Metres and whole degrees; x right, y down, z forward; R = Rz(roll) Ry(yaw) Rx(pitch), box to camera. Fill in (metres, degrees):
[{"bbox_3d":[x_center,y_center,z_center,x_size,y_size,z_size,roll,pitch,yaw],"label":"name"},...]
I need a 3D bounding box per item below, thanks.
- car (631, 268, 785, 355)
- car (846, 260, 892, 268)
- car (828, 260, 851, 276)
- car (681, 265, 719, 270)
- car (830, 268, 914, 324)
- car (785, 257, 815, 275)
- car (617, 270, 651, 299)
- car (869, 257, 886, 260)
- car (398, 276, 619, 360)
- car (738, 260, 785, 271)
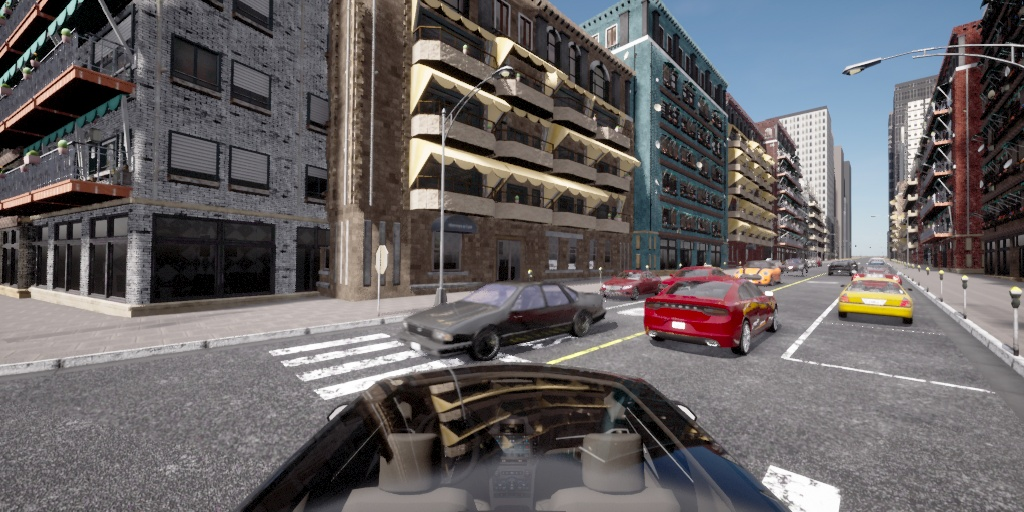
[{"bbox_3d":[5.094,1.235,8.891,5.008,1.535,1.882,0,0,-44],"label":"car"},{"bbox_3d":[19.870,1.204,19.591,4.097,1.591,1.967,0,0,-44],"label":"car"},{"bbox_3d":[34.239,1.283,37.300,4.892,1.490,1.837,0,0,-45],"label":"car"},{"bbox_3d":[8.669,1.248,16.730,5.008,1.535,1.882,0,0,-44],"label":"car"},{"bbox_3d":[12.073,1.283,11.957,4.829,1.417,1.751,0,0,-44],"label":"car"},{"bbox_3d":[28.153,0.963,35.671,4.902,1.511,2.128,0,0,-44],"label":"car"},{"bbox_3d":[6.051,1.357,17.789,4.207,1.307,1.802,0,0,-44],"label":"car"},{"bbox_3d":[43.622,1.213,42.850,4.097,1.591,1.967,0,0,-44],"label":"car"},{"bbox_3d":[0.142,1.309,8.548,5.357,1.411,2.033,0,0,-43],"label":"car"},{"bbox_3d":[17.212,1.130,25.084,4.553,1.767,2.097,0,0,-44],"label":"car"}]
